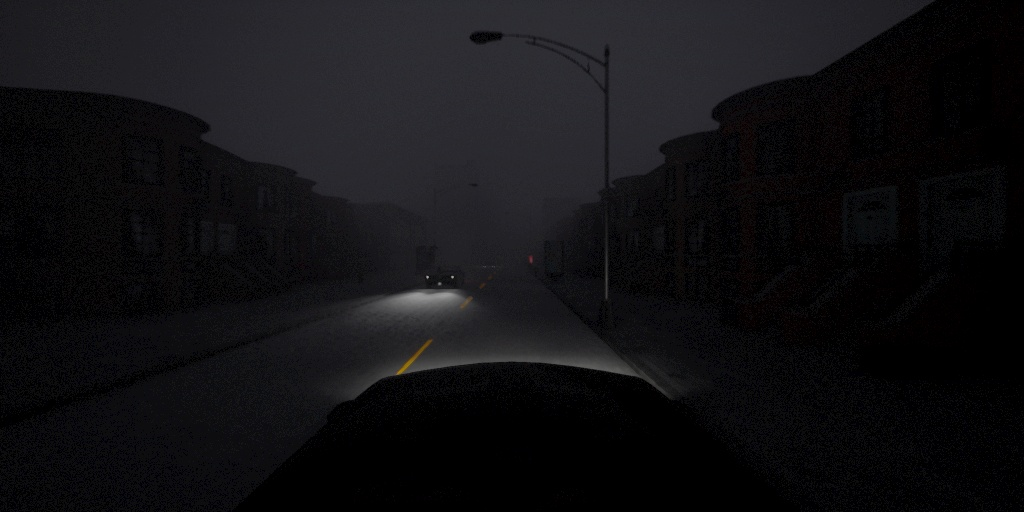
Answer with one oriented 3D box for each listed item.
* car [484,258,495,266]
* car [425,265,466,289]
[{"bbox_3d":[-4.035,1.055,64.204,2.033,1.411,5.357,0,0,0],"label":"car"},{"bbox_3d":[-4.104,1.270,22.598,1.895,1.301,4.718,0,0,0],"label":"car"}]
